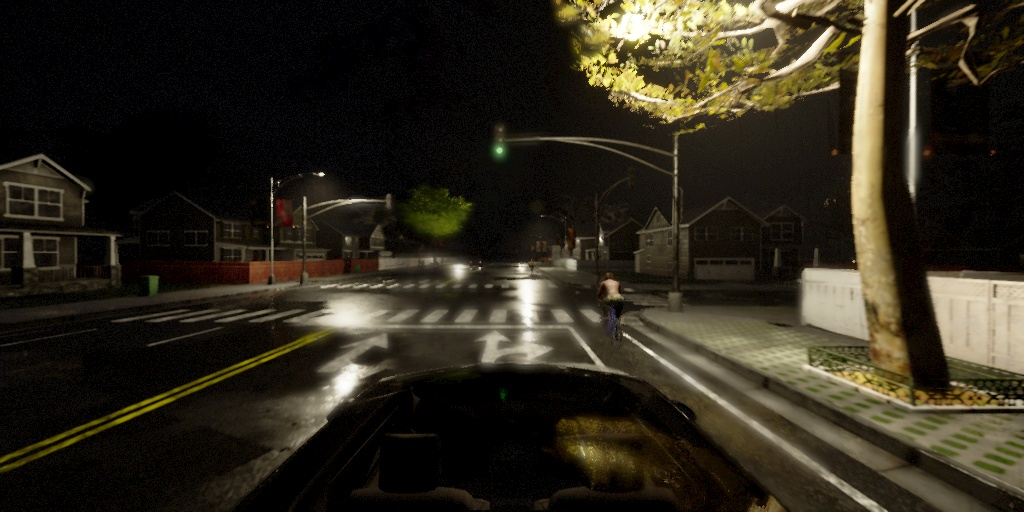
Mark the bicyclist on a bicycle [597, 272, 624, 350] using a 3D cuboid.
[{"bbox_3d":[2.249,1.206,8.184,0.582,1.620,1.656,0,0,0],"label":"bicyclist on a bicycle"}]

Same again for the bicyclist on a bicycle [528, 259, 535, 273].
[{"bbox_3d":[2.262,1.186,41.085,0.866,1.612,1.509,0,0,0],"label":"bicyclist on a bicycle"}]
